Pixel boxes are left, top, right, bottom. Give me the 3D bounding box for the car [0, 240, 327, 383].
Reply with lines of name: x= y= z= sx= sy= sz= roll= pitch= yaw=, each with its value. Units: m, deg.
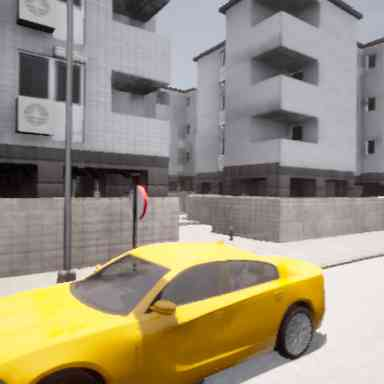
car: x=-0.263 y=1.466 z=4.424 sx=5.008 sy=1.535 sz=1.882 roll=1 pitch=0 yaw=-35
